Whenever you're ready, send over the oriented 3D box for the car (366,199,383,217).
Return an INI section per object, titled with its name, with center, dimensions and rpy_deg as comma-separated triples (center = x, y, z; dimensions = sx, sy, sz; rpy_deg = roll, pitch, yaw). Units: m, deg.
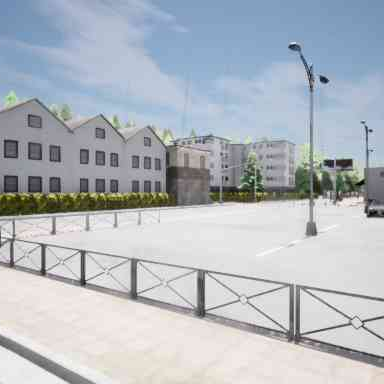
[car]
center = 15.381, 1.298, 26.840
dimensions = 2.007, 1.523, 4.514
rpy_deg = 0, 0, 35
